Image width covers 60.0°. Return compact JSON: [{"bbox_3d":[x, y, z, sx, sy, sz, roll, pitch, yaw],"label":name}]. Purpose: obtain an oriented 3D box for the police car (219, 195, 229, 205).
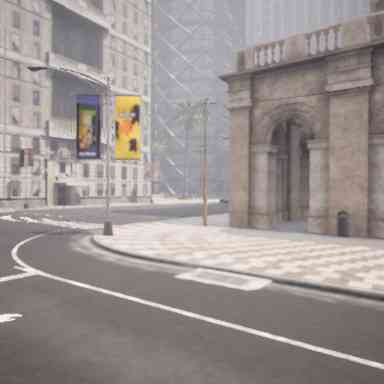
[{"bbox_3d":[6.154,1.237,54.547,1.930,1.638,5.238,0,0,36],"label":"police car"}]
